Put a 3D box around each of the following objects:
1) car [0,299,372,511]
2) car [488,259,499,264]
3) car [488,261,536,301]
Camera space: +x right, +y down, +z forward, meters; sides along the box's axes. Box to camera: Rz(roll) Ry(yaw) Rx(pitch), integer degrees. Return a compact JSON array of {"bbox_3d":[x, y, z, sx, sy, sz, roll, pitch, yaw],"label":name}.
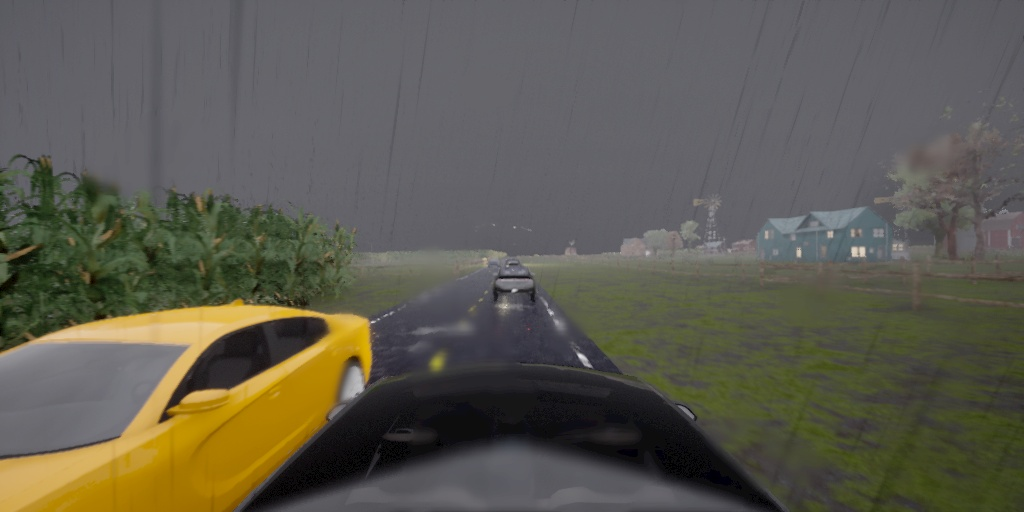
[{"bbox_3d":[-2.850,1.224,2.905,1.882,1.535,5.008,0,1,0],"label":"car"},{"bbox_3d":[-2.752,1.101,55.829,2.033,1.411,5.357,0,0,-2],"label":"car"},{"bbox_3d":[0.098,1.186,16.918,2.128,1.511,4.902,0,0,0],"label":"car"}]
